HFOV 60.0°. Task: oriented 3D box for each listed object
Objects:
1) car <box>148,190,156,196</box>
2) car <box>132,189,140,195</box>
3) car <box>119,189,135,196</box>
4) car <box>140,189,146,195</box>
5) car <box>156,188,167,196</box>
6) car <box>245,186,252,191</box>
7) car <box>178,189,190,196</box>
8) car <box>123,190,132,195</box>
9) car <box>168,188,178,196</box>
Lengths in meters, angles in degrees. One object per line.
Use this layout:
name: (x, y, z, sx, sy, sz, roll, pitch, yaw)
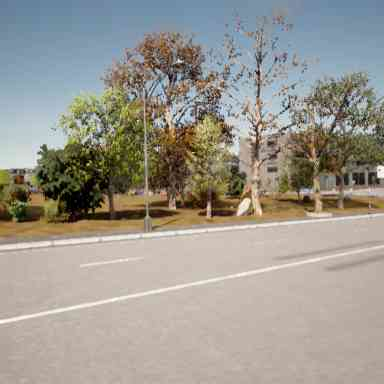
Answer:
car: (-7.983, 0.165, 81.326, 2.231, 1.521, 4.892, -1, 2, 18)
car: (-12.661, -0.027, 84.979, 2.185, 1.767, 4.553, -1, 2, 18)
car: (-17.277, 0.021, 88.728, 2.097, 1.535, 5.008, 0, 3, 19)
car: (-10.310, 0.133, 83.170, 2.097, 1.535, 5.008, 0, 3, 18)
car: (-5.639, -0.067, 79.465, 2.435, 2.045, 5.566, 0, 2, 18)
car: (10.985, -0.210, 66.944, 2.435, 2.045, 5.566, -1, 2, 16)
car: (-0.906, 0.063, 75.902, 2.185, 1.767, 4.553, -1, 2, 17)
car: (-15.025, 0.065, 86.685, 1.946, 1.575, 5.366, 0, 3, 19)
car: (-3.278, 0.223, 77.657, 2.163, 1.488, 4.792, -1, 2, 17)
